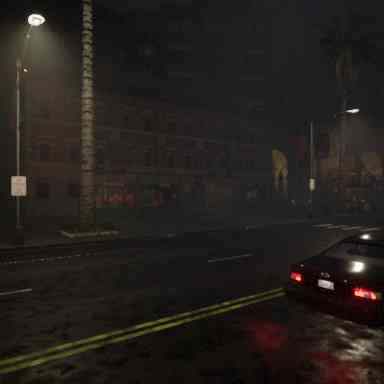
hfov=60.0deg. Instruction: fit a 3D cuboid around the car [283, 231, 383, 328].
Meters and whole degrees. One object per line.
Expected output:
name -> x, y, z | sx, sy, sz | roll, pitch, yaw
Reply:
car -> 4.212, 1.547, 6.863 | 5.357, 1.411, 2.033 | 0, 0, -36
